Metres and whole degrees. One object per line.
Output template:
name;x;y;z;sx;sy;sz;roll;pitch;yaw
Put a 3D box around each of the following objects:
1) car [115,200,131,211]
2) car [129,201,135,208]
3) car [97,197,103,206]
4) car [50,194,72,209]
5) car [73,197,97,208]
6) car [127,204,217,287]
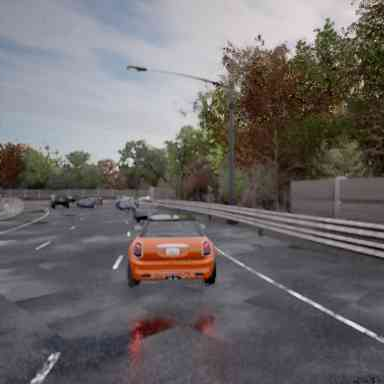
car;-8.431;1.649;41.759;2.033;1.411;5.357;0;0;-21
car;-3.778;1.628;27.209;1.994;1.385;4.181;0;0;-15
car;-17.151;1.642;58.499;2.128;1.511;4.902;0;0;-31
car;-19.620;1.345;49.087;2.150;2.045;5.566;0;-2;-29
car;-16.017;1.693;49.588;1.994;1.385;4.181;0;0;-27
car;-0.628;1.373;9.649;2.097;1.767;4.553;0;0;-5
